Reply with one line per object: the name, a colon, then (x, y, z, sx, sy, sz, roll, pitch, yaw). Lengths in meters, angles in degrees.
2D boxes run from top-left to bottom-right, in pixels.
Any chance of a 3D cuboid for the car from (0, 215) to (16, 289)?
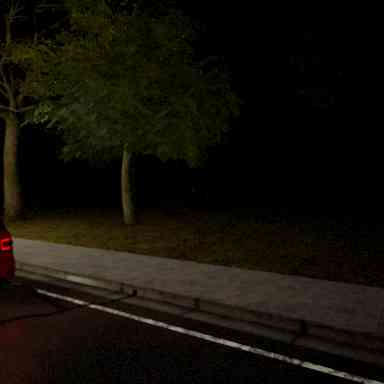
car: (-6.333, 1.220, 7.578, 5.566, 2.045, 2.150, 0, 0, 33)
